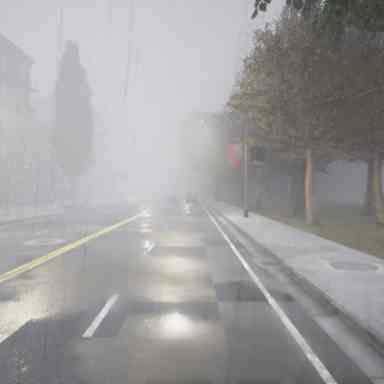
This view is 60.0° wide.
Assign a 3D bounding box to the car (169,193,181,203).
[{"bbox_3d":[-3.247,1.034,63.448,2.097,1.767,4.553,0,1,0],"label":"car"}]

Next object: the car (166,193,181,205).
[{"bbox_3d":[-3.248,1.283,54.307,1.837,1.490,4.892,0,0,0],"label":"car"}]

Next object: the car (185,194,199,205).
[{"bbox_3d":[0.002,1.127,54.692,2.097,1.767,4.553,0,0,0],"label":"car"}]

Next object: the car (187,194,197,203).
[{"bbox_3d":[0.003,1.206,63.480,1.812,1.442,4.674,0,1,0],"label":"car"}]
